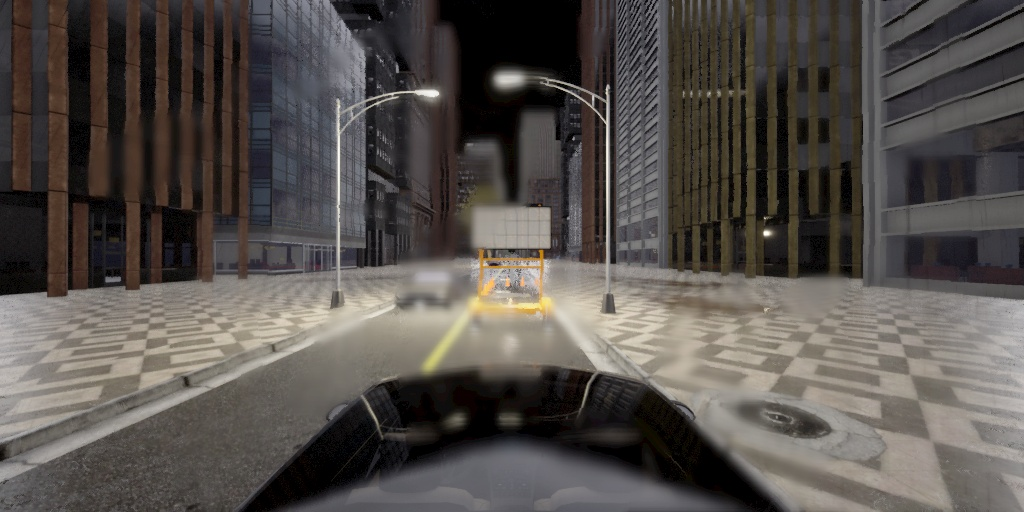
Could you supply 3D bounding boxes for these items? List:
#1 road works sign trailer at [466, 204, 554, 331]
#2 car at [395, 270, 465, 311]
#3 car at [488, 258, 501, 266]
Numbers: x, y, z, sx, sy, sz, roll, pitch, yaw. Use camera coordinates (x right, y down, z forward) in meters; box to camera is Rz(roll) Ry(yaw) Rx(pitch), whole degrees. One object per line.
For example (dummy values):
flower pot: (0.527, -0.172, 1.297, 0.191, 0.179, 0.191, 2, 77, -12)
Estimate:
road works sign trailer: (-0.007, 0.215, 10.981, 2.380, 3.560, 2.880, 0, 0, 0)
car: (-3.112, 1.299, 14.818, 2.033, 1.411, 5.357, 0, 0, 0)
car: (-3.044, 1.118, 61.649, 2.097, 1.767, 4.553, 0, 0, 0)
